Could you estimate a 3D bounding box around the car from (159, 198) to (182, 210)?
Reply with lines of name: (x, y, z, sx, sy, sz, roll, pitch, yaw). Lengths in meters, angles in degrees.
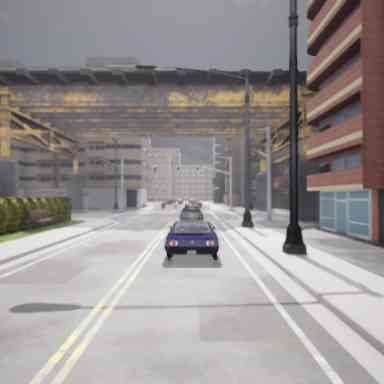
car: (-3.659, 2.050, 54.409, 2.038, 1.542, 4.974, 0, -1, 25)

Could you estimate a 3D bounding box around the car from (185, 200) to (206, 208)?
car: (0.483, 1.890, 54.153, 1.853, 1.218, 4.536, 0, -1, -20)

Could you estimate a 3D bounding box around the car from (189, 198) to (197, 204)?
car: (0.125, 2.181, 80.751, 1.853, 1.218, 4.536, 0, -1, 0)

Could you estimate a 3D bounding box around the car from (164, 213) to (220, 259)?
car: (0.014, 1.748, 13.230, 1.895, 1.301, 4.718, 0, -1, 0)

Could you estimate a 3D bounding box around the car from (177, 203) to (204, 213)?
car: (-0.101, 1.878, 28.521, 1.994, 1.385, 4.181, 0, -1, -2)

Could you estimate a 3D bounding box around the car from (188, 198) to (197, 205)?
car: (0.126, 2.338, 80.697, 2.038, 1.542, 4.974, 0, -1, 0)

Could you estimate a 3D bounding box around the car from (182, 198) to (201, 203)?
car: (0.502, 2.047, 54.103, 2.038, 1.542, 4.974, 0, -1, -20)

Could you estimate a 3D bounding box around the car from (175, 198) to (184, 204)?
car: (-3.308, 2.431, 89.218, 2.038, 1.542, 4.974, 0, -1, 0)

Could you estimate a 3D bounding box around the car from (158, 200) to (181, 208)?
car: (-3.637, 1.893, 54.458, 1.853, 1.218, 4.536, 0, -1, 25)

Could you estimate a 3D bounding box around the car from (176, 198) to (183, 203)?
car: (-3.309, 2.274, 89.272, 1.853, 1.218, 4.536, 0, -1, 0)
